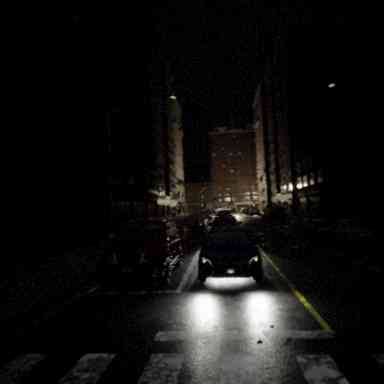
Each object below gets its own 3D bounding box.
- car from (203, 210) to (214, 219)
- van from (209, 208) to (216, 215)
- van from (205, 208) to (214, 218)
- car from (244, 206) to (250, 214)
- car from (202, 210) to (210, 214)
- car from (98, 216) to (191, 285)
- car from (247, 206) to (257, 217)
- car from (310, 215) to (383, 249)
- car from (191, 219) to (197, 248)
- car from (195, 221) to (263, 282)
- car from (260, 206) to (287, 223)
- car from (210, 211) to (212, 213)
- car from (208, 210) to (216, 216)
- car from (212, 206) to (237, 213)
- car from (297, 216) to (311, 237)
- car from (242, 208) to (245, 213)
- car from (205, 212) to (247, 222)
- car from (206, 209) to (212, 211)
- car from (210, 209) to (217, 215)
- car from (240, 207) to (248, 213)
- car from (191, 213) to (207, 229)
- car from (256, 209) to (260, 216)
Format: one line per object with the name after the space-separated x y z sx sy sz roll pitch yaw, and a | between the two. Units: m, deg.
2.980 4.088 60.343 1.752 1.417 4.829 -2 -3 5 | car
5.488 5.104 87.793 1.690 1.788 3.998 -2 -3 5 | van
3.489 4.146 65.976 1.690 1.788 3.998 -2 -3 5 | van
11.976 3.936 65.204 2.008 1.369 4.403 -2 -3 5 | car
0.497 2.874 33.245 1.967 1.590 4.097 -2 -3 5 | car
-1.502 1.875 11.431 2.192 1.841 5.009 -2 -2 5 | car
11.491 3.683 59.918 1.752 1.417 4.829 -2 -3 5 | car
7.498 1.888 16.279 1.752 1.417 4.829 -2 -2 5 | car
-0.997 2.320 16.876 1.887 1.381 4.507 -2 -2 5 | car
1.250 1.957 11.330 1.812 1.442 4.674 -3 -2 5 | car
9.472 2.553 37.940 2.192 1.841 5.009 -2 -3 5 | car
0.999 3.208 38.695 2.008 1.369 4.403 -2 -3 5 | car
4.996 5.087 82.328 1.947 1.339 4.313 -2 -3 5 | car
3.768 2.875 38.533 2.097 1.767 4.553 -3 -2 6 | car
7.983 2.155 21.563 1.802 1.307 4.206 -2 -2 5 | car
12.468 3.938 70.669 2.192 1.841 5.009 -2 -3 5 | car
2.223 2.346 21.988 2.128 1.511 4.902 -3 -3 5 | car
1.998 3.653 49.603 1.887 1.381 4.507 -2 -3 5 | car
5.996 5.548 93.237 1.887 1.381 4.507 -2 -3 5 | car
14.473 5.025 92.482 1.967 1.590 4.097 -2 -3 5 | car
0.001 2.756 27.785 1.887 1.381 4.507 -2 -2 5 | car
9.979 3.014 43.385 2.008 1.369 4.403 -2 -3 5 | car
